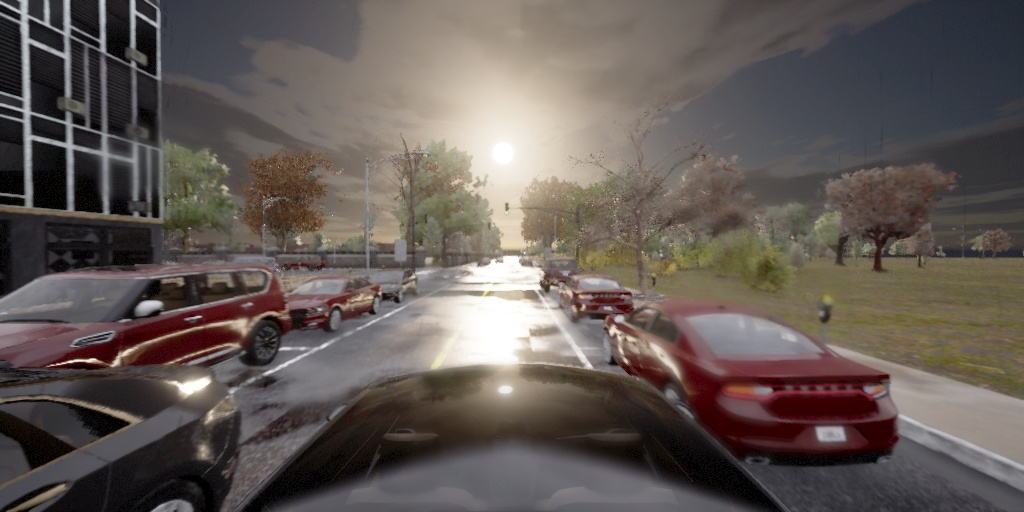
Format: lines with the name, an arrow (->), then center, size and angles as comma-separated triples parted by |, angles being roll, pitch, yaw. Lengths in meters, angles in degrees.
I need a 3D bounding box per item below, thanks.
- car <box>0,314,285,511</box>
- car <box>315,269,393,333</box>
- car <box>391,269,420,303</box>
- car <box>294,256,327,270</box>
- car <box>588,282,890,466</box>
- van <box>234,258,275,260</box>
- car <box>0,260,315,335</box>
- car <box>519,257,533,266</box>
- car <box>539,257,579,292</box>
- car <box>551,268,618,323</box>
car -> -2.850, 1.259, 0.563 | 1.837, 1.490, 4.892 | 0, 0, 0
car -> -5.320, 1.262, 10.612 | 1.888, 1.381, 4.507 | 0, 0, 0
car -> -5.395, 1.262, 16.155 | 1.948, 1.339, 4.313 | 0, 0, 0
car -> -25.691, 0.901, 44.421 | 5.009, 1.841, 2.192 | 0, 0, -1
car -> 2.563, 1.283, 5.103 | 1.888, 1.381, 4.507 | 0, 0, 0
van -> -25.837, 1.062, 36.248 | 3.998, 1.789, 1.690 | 0, 0, -1
car -> -5.318, 1.052, 5.064 | 2.192, 1.841, 5.009 | 0, 0, 0
car -> 2.594, 0.968, 62.433 | 1.967, 1.591, 4.097 | 0, 0, 0
car -> 2.686, 0.996, 20.499 | 2.192, 1.841, 5.009 | 0, 0, 0
car -> 2.575, 1.257, 11.862 | 1.888, 1.381, 4.507 | 0, 0, 0
